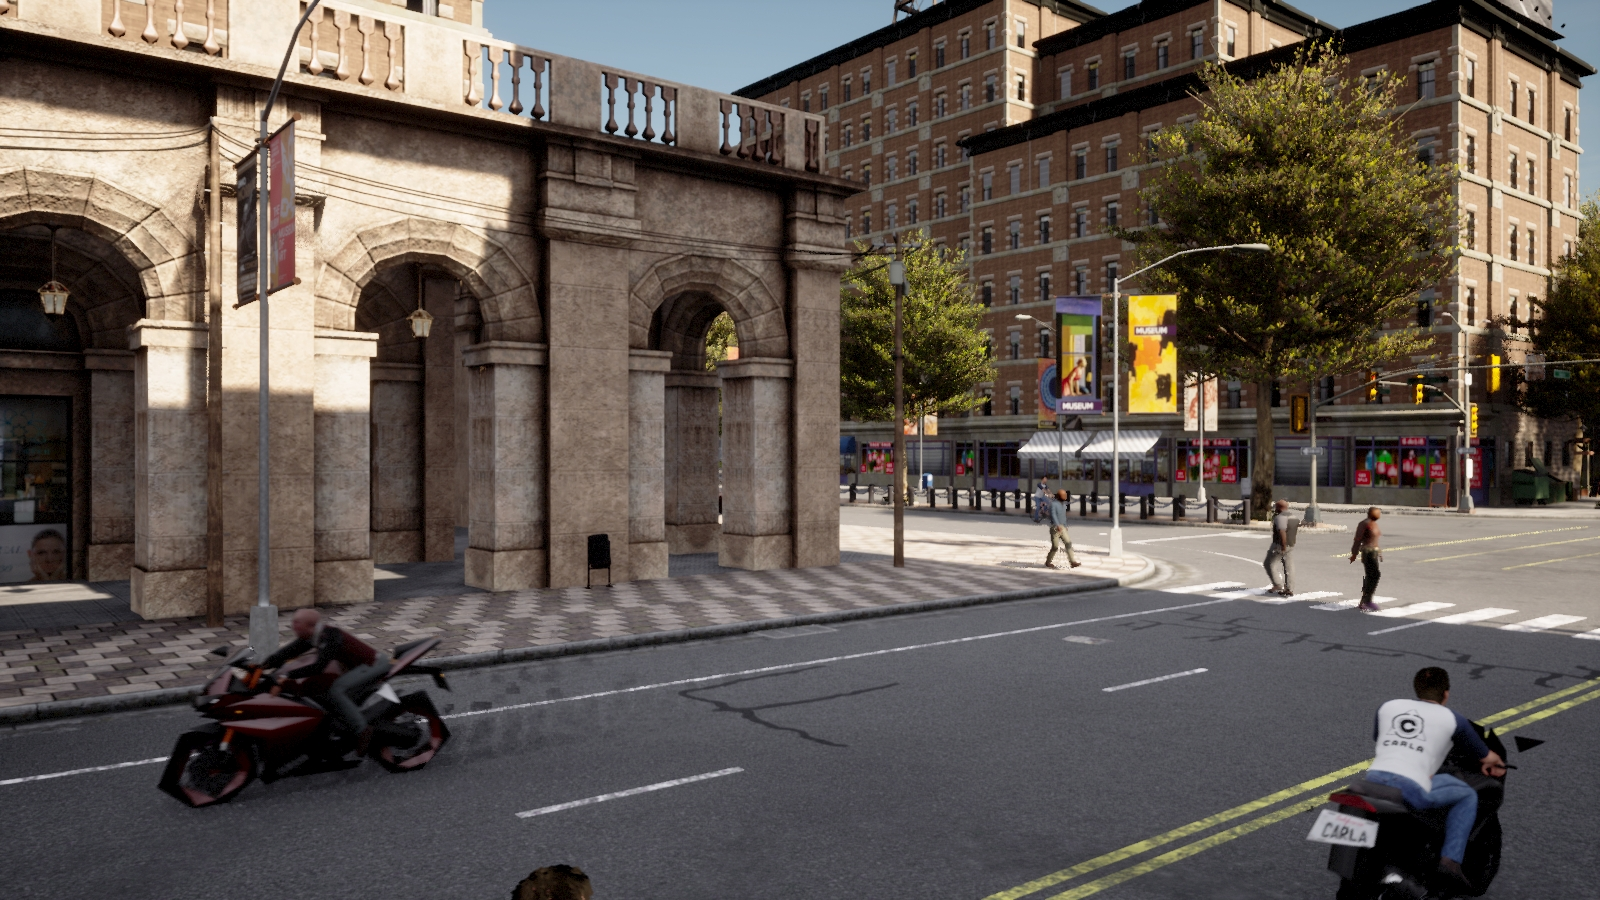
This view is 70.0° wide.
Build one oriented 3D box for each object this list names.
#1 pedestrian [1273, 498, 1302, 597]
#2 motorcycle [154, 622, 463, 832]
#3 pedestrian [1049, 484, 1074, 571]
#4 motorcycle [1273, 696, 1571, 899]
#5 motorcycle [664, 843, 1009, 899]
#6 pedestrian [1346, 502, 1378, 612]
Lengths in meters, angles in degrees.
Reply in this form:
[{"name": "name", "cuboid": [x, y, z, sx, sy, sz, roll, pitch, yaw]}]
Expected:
[{"name": "pedestrian", "cuboid": [9.299, 1.848, 21.780, 0.375, 1.860, 0.375, 0, 0, -37]}, {"name": "motorcycle", "cuboid": [-4.034, 2.205, 9.486, 2.209, 1.251, 0.867, 0, 0, -38]}, {"name": "pedestrian", "cuboid": [5.751, 1.695, 25.141, 0.375, 1.860, 0.375, 0, 0, -35]}, {"name": "motorcycle", "cuboid": [3.675, 2.212, 6.674, 2.033, 1.145, 0.803, 0, 0, -38]}, {"name": "motorcycle", "cuboid": [-0.424, 2.170, 3.436, 2.356, 1.277, 0.764, 0, 0, -38]}, {"name": "pedestrian", "cuboid": [9.737, 1.848, 19.798, 0.375, 1.860, 0.375, 0, 0, -35]}]
